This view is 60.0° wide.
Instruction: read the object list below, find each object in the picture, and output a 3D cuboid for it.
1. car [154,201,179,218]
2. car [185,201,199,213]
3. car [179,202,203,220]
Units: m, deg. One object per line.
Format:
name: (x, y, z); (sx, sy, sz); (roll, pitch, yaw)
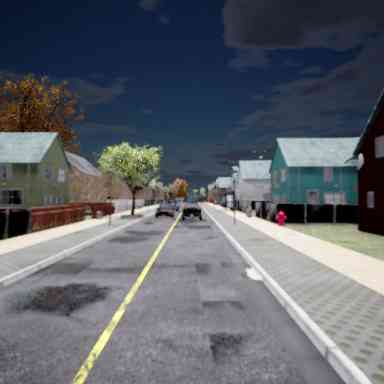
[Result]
car: (-2.745, 1.915, 34.743); (2.033, 1.411, 5.357); (0, -1, 0)
car: (0.052, 2.032, 45.434); (1.812, 1.442, 4.674); (0, -1, 1)
car: (0.014, 1.832, 31.503); (1.837, 1.490, 4.892); (0, -1, 1)
